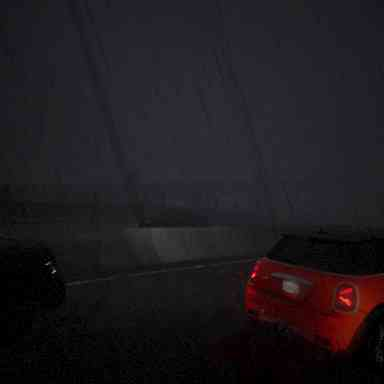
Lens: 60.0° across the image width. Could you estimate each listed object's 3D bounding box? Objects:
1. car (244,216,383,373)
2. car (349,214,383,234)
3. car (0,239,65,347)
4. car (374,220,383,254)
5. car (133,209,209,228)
[{"bbox_3d":[3.143,1.444,5.990,4.553,1.767,2.097,2,-1,-35],"label":"car"},{"bbox_3d":[21.997,3.981,41.094,5.566,2.045,2.150,7,-4,-35],"label":"car"},{"bbox_3d":[-4.781,1.218,4.635,5.566,2.045,2.150,0,0,-36],"label":"car"},{"bbox_3d":[11.026,2.237,15.914,4.902,1.511,2.128,5,-3,-35],"label":"car"},{"bbox_3d":[-1.171,1.771,20.352,4.902,1.511,2.128,3,-2,-35],"label":"car"}]
